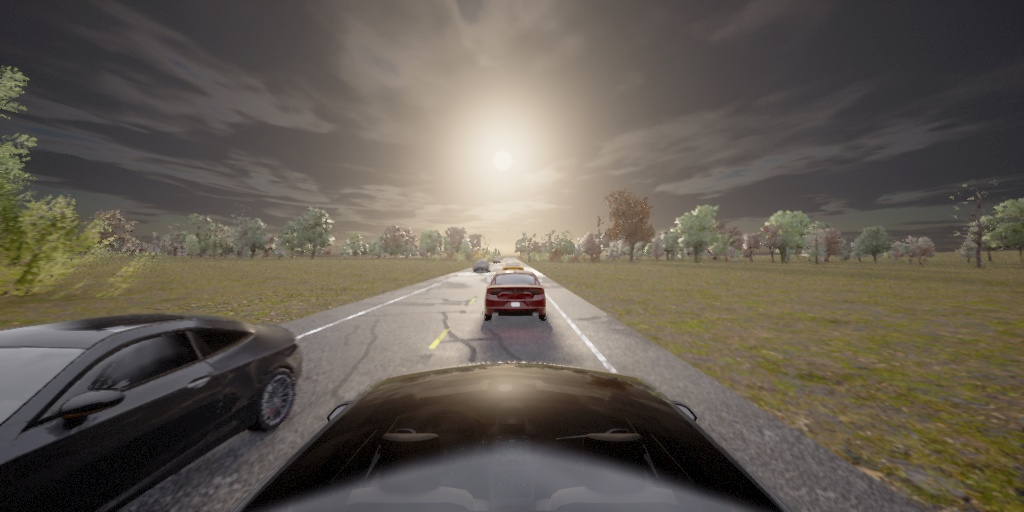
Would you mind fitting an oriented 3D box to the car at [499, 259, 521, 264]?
[{"bbox_3d":[0.100,1.216,31.064,1.882,1.535,5.008,0,0,0],"label":"car"}]

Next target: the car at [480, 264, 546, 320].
[{"bbox_3d":[0.100,1.223,12.673,1.882,1.535,5.008,0,0,0],"label":"car"}]

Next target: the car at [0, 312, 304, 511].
[{"bbox_3d":[-3.600,1.275,2.860,1.812,1.442,4.674,0,0,0],"label":"car"}]

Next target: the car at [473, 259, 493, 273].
[{"bbox_3d":[-3.587,1.238,42.951,1.837,1.490,4.892,0,0,0],"label":"car"}]
